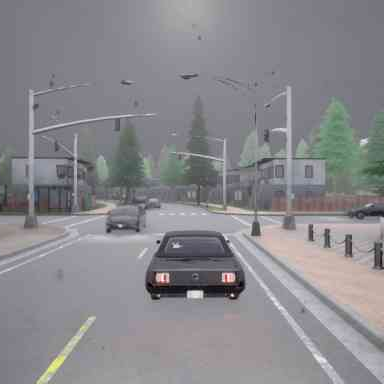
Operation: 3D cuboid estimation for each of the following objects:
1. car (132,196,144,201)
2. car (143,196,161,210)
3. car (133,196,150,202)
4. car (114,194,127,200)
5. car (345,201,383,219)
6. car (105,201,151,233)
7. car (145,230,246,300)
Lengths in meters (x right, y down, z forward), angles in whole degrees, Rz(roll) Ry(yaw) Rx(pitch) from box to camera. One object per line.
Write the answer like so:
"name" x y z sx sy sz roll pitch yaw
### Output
"car" -9.896 1.513 62.090 2.033 1.411 5.357 0 0 -23
"car" -4.949 1.492 42.468 1.812 1.442 4.674 0 0 -6
"car" -10.968 1.505 71.945 1.994 1.385 4.181 0 0 -36
"car" -16.972 1.322 80.005 4.674 1.442 1.812 0 0 45
"car" 15.403 1.510 28.078 4.674 1.442 1.812 0 0 1
"car" -3.777 1.502 19.697 1.837 1.490 4.892 0 0 -1
"car" 0.032 1.601 8.349 1.895 1.301 4.718 0 0 -1
